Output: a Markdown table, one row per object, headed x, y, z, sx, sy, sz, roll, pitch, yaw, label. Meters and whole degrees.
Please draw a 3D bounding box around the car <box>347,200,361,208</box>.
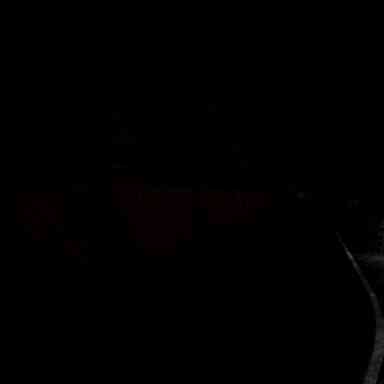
| x | y | z | sx | sy | sz | roll | pitch | yaw | label |
| --- | --- | --- | --- | --- | --- | --- | --- | --- | --- |
| 28.927 | 2.081 | 59.552 | 1.882 | 1.535 | 5.008 | -1 | -1 | 20 | car |
